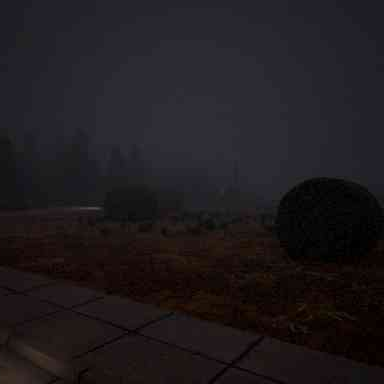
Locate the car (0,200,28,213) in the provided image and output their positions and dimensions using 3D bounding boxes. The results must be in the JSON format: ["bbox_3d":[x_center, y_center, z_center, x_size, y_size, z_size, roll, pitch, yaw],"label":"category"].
[{"bbox_3d":[-20.574,1.557,37.062,1.994,1.385,4.181,0,0,36],"label":"car"}]

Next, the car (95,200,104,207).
[{"bbox_3d":[-11.971,1.514,48.654,1.812,1.442,4.674,0,0,37],"label":"car"}]
